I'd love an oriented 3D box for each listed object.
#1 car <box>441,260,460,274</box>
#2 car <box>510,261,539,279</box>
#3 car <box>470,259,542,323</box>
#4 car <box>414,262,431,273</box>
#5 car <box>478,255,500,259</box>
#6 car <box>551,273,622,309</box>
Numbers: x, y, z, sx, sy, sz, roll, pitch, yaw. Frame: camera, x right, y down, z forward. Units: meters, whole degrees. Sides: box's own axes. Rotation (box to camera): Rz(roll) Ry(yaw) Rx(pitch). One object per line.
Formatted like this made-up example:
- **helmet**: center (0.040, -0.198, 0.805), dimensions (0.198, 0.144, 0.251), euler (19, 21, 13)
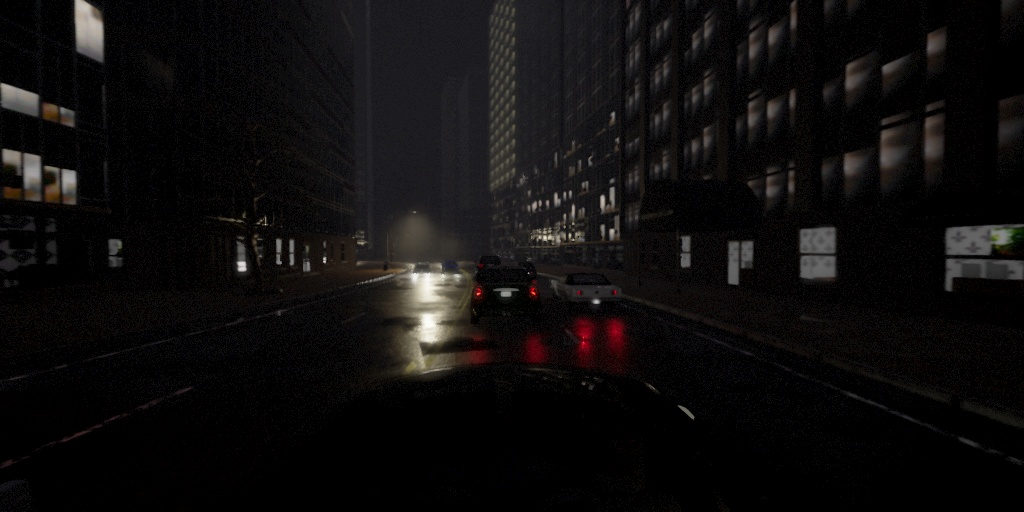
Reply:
- **car**: center (-6.987, 1.215, 40.658), dimensions (1.882, 1.535, 5.008), euler (0, 0, -10)
- **car**: center (1.026, 1.221, 32.935), dimensions (1.837, 1.490, 4.892), euler (0, 0, -8)
- **car**: center (-0.266, 1.098, 12.312), dimensions (2.097, 1.767, 4.553), euler (0, 0, -3)
- **car**: center (-10.779, 1.352, 43.315), dimensions (1.895, 1.301, 4.718), euler (0, 0, -11)
- **car**: center (-2.148, 0.952, 32.328), dimensions (2.150, 2.045, 5.566), euler (0, 0, -8)
- **car**: center (2.868, 1.336, 14.921), dimensions (1.895, 1.301, 4.718), euler (0, 0, -3)
